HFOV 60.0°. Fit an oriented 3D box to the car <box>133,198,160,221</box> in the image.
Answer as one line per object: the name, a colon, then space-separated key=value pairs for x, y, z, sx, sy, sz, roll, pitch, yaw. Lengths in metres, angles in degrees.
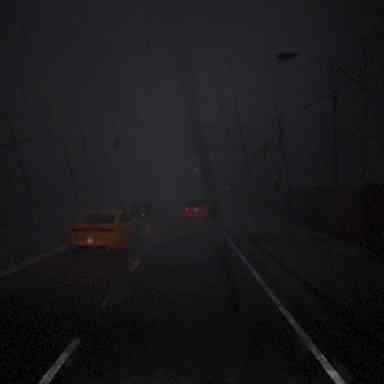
car: x=-4.172 y=1.534 z=27.628 sx=2.128 sy=1.511 sz=4.902 roll=0 pitch=0 yaw=-11

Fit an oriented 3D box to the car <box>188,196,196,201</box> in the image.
car: x=0.006 y=1.729 z=90.013 sx=1.895 sy=1.301 sz=4.718 roll=0 pitch=0 yaw=0

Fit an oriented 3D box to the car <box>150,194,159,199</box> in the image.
car: x=-10.494 y=1.235 z=93.628 sx=1.882 sy=1.535 sz=5.008 roll=0 pitch=0 yaw=0

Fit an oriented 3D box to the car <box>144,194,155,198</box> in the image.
car: x=-10.495 y=1.714 z=78.101 sx=1.895 sy=1.301 sz=4.718 roll=0 pitch=0 yaw=0

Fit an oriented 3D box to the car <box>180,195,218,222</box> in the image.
car: x=0.791 y=1.393 z=27.224 sx=2.097 sy=1.767 sz=4.553 roll=0 pitch=0 yaw=13

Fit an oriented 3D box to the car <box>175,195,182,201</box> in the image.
car: x=-3.494 y=1.658 z=90.245 sx=2.128 sy=1.511 sz=4.902 roll=0 pitch=0 yaw=0

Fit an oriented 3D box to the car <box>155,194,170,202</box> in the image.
car: x=-6.995 y=1.597 z=78.130 sx=1.882 sy=1.535 sz=5.008 roll=0 pitch=0 yaw=0

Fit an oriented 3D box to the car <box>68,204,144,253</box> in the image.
car: x=-3.447 y=1.499 z=13.804 sx=1.882 sy=1.535 sz=5.008 roll=0 pitch=0 yaw=1
